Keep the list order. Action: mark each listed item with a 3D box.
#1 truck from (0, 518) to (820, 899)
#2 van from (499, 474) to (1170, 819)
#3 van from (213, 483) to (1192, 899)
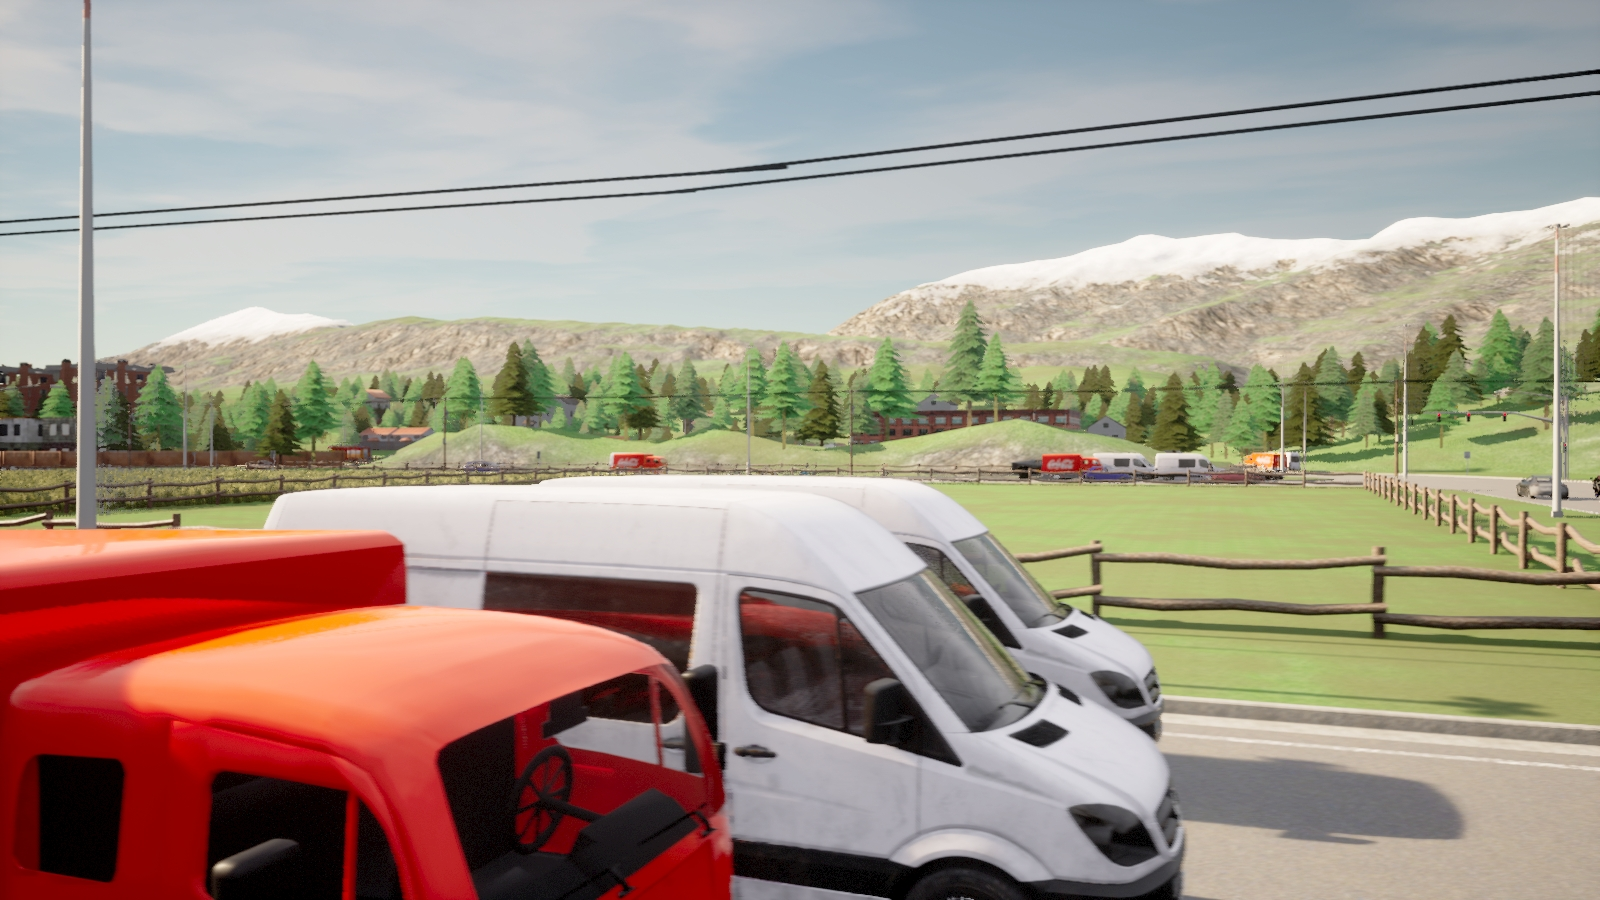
[{"bbox_3d":[-2.820,1.581,4.397,5.204,2.467,2.627,-1,0,21],"label":"truck"},{"bbox_3d":[0.298,1.538,10.646,5.915,2.561,1.988,0,0,20],"label":"van"},{"bbox_3d":[-0.661,1.536,7.268,5.915,2.561,1.988,0,0,20],"label":"van"}]
